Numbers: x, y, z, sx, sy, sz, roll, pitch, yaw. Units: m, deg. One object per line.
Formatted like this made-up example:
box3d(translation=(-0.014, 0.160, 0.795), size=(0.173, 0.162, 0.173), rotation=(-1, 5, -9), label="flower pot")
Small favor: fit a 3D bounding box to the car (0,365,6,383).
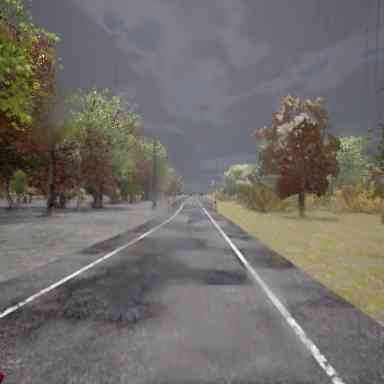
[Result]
box3d(translation=(-2.749, 1.607, 0.984), size=(1.895, 1.301, 4.718), rotation=(0, 0, 2), label="car")
